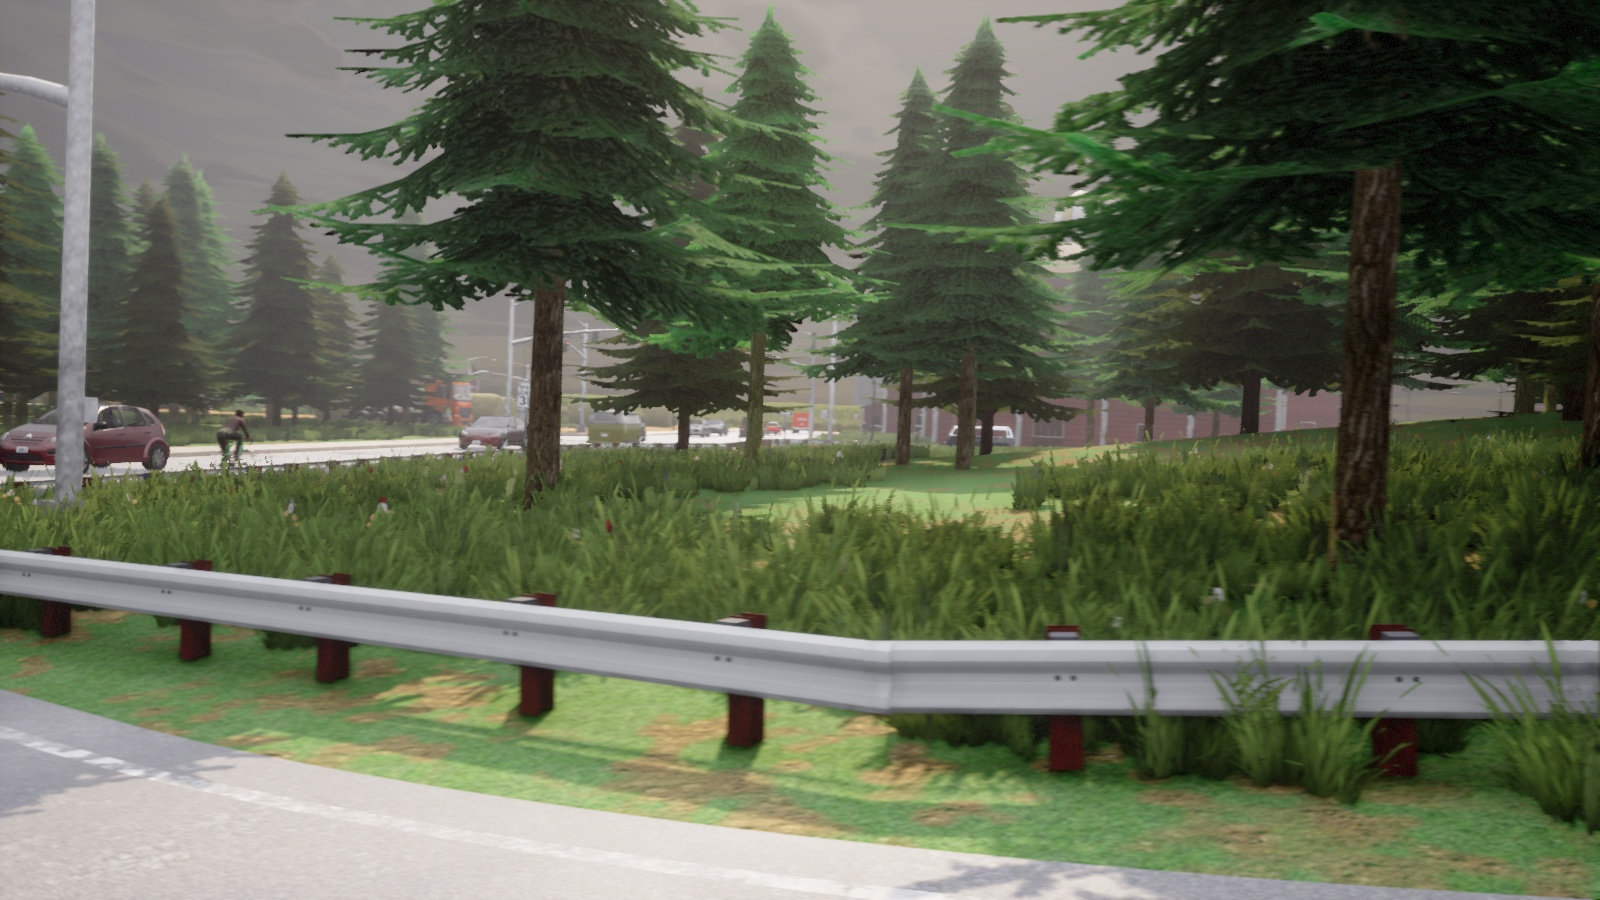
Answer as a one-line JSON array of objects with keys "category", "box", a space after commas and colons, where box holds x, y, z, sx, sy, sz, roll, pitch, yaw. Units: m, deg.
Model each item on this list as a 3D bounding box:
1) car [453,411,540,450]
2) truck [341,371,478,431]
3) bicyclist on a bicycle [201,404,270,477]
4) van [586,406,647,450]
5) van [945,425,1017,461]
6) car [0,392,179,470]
[{"category": "car", "box": [-13.227, -0.871, 55.052, 2.163, 1.488, 4.792, 3, 2, 6]}, {"category": "truck", "box": [-25.556, -3.223, 82.363, 7.936, 3.462, 2.891, 3, 2, 7]}, {"category": "bicyclist on a bicycle", "box": [-13.119, -0.216, 29.238, 0.582, 1.620, 1.656, 3, 1, 8]}, {"category": "van", "box": [-8.969, -1.069, 61.672, 1.775, 1.987, 4.442, 3, 2, 6]}, {"category": "van", "box": [11.674, -0.491, 81.172, 4.480, 2.038, 2.069, 3, 2, 7]}, {"category": "car", "box": [-16.637, -0.462, 29.320, 1.851, 1.617, 3.988, 3, 2, 8]}]
